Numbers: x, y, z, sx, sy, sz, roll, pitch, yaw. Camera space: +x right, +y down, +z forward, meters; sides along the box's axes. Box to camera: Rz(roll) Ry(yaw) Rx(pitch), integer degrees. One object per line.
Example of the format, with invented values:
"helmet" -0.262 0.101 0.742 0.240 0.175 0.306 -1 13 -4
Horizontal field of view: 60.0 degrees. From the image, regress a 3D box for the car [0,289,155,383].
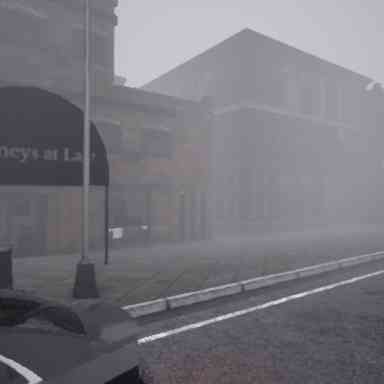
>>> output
"car" -2.580 1.504 1.846 4.892 1.490 1.837 0 0 -35
